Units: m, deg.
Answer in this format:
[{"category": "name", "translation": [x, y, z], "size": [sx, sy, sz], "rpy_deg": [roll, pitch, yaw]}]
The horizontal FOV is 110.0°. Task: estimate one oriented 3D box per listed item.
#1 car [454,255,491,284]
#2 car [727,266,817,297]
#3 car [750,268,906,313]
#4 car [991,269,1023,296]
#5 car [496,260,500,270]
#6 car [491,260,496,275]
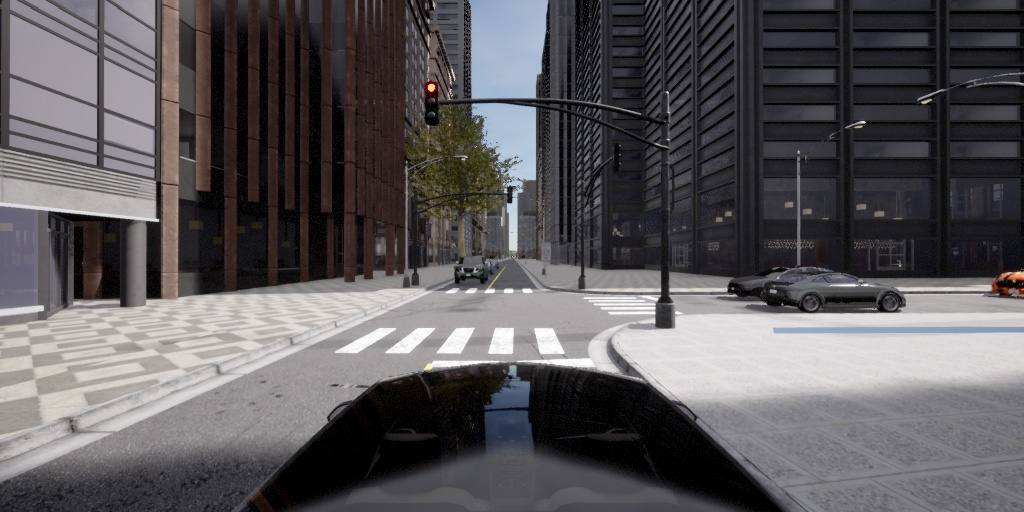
[{"category": "car", "translation": [-3.027, 0.975, 27.647], "size": [2.150, 2.045, 5.566], "rpy_deg": [0, 0, 0]}, {"category": "car", "translation": [12.412, 1.207, 16.205], "size": [4.892, 1.490, 1.837], "rpy_deg": [0, 0, 0]}, {"category": "car", "translation": [11.556, 1.257, 13.104], "size": [4.181, 1.385, 1.994], "rpy_deg": [0, 0, 0]}, {"category": "car", "translation": [24.941, 1.008, 16.197], "size": [4.553, 1.767, 2.097], "rpy_deg": [0, 0, 0]}, {"category": "car", "translation": [-2.923, 1.283, 54.186], "size": [2.128, 1.511, 4.902], "rpy_deg": [0, 0, 0]}, {"category": "car", "translation": [-2.995, 1.287, 38.799], "size": [1.812, 1.442, 4.674], "rpy_deg": [0, 0, 0]}]
